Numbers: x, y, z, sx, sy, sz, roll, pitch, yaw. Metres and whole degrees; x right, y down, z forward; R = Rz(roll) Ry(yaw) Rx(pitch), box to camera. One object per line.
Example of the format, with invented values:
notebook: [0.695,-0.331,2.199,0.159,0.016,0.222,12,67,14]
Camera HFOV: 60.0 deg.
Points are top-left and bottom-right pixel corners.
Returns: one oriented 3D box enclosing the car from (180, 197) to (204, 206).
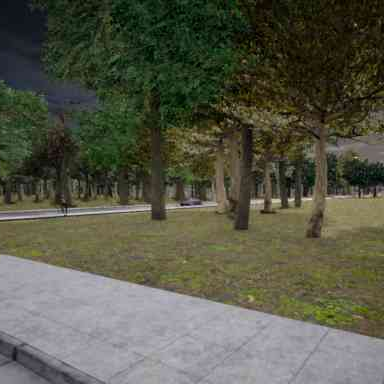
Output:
car: [0.029,1.536,52.005,1.994,1.385,4.181,0,0,36]

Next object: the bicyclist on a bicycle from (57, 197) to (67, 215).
bicyclist on a bicycle: [-11.864,1.292,30.360,1.656,1.620,0.582,0,0,36]
